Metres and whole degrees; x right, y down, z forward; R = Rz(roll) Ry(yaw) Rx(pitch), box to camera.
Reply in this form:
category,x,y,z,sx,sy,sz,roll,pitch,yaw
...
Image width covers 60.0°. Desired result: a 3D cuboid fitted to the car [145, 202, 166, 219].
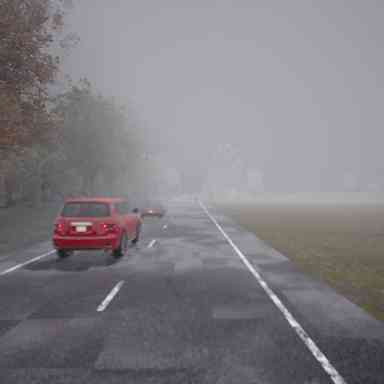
category,x,y,z,sx,sy,sz,roll,pitch,yaw
car,-3.413,1.580,29.797,1.994,1.385,4.181,0,0,0

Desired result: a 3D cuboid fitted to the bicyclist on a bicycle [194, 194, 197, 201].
category,x,y,z,sx,sy,sz,roll,pitch,yaw
bicyclist on a bicycle,0.932,1.418,83.797,0.659,1.776,1.843,0,0,0

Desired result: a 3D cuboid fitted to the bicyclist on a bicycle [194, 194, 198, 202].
category,x,y,z,sx,sy,sz,roll,pitch,yaw
bicyclist on a bicycle,0.931,1.479,74.800,0.866,1.612,1.509,0,0,0

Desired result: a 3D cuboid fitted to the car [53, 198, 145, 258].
category,x,y,z,sx,sy,sz,roll,pitch,yaw
car,-3.406,1.228,12.915,2.150,2.045,5.566,0,0,0
